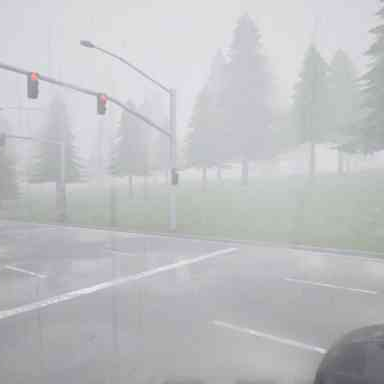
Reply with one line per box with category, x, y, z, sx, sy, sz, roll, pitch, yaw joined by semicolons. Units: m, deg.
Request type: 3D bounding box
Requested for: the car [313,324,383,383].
car;3.180;1.505;1.718;4.892;1.490;1.837;0;0;36
